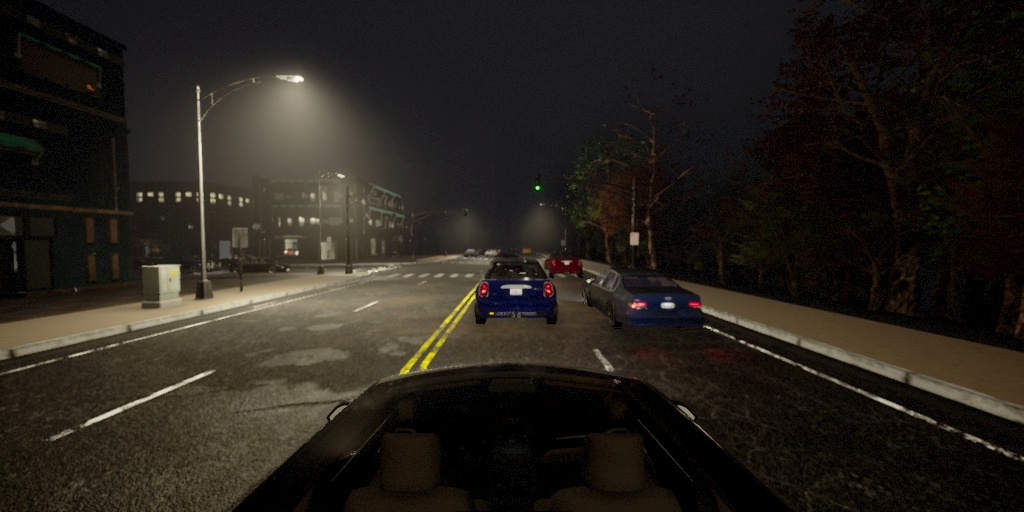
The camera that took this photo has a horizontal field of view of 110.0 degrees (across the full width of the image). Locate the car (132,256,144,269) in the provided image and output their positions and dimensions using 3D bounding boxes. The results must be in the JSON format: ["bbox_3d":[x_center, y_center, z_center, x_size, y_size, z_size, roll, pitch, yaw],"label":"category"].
[{"bbox_3d":[-39.350,0.638,37.004,4.207,1.307,1.802,0,0,0],"label":"car"}]

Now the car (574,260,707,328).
[{"bbox_3d":[3.349,1.036,10.228,2.033,1.411,5.357,0,2,0],"label":"car"}]

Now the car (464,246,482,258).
[{"bbox_3d":[-6.551,-0.429,57.799,2.033,1.411,5.357,0,2,1],"label":"car"}]

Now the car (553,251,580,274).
[{"bbox_3d":[3.349,0.416,24.034,2.097,1.767,4.553,0,2,0],"label":"car"}]

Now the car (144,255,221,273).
[{"bbox_3d":[-28.481,0.694,31.174,4.674,1.442,1.812,-1,2,0],"label":"car"}]

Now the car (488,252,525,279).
[{"bbox_3d":[-0.493,0.555,24.532,1.837,1.490,4.892,0,2,-10],"label":"car"}]

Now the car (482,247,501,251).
[{"bbox_3d":[-3.306,-0.367,57.508,1.895,1.301,4.718,0,2,1],"label":"car"}]

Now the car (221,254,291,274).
[{"bbox_3d":[-19.947,0.746,28.477,4.313,1.339,1.948,0,0,0],"label":"car"}]

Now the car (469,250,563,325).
[{"bbox_3d":[0.100,0.822,10.800,2.097,1.767,4.553,0,2,0],"label":"car"}]
